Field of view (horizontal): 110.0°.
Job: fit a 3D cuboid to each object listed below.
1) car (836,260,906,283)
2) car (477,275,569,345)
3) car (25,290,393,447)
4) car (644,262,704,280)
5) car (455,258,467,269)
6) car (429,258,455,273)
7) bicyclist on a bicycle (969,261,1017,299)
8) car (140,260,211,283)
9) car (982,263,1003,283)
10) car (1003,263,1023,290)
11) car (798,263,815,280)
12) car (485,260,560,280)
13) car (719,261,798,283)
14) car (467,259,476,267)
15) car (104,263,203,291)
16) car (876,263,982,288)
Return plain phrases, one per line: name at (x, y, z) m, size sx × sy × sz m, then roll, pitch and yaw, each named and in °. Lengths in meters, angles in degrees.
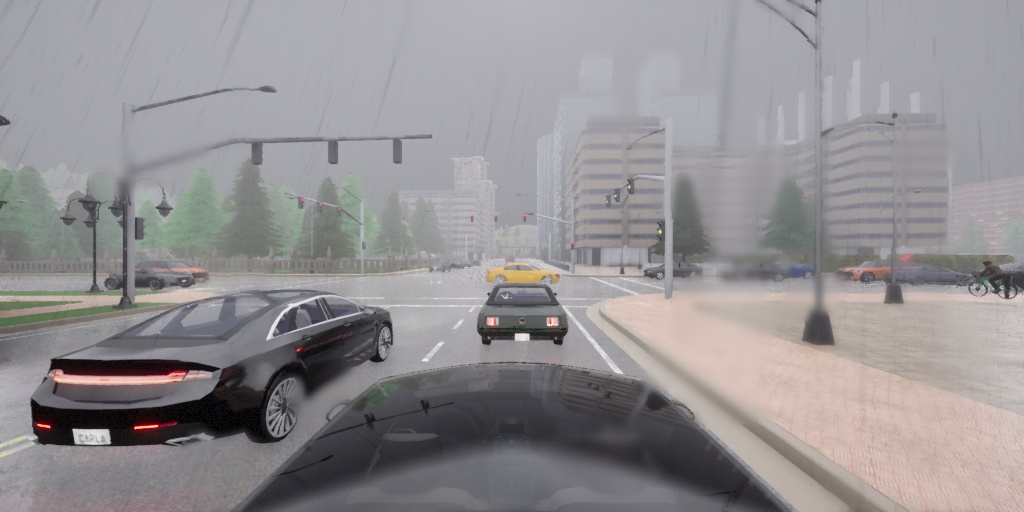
car at (27.417, 1.102, 27.107) m, size 4.553 × 1.767 × 2.097 m, roll 0°, pitch 0°, yaw 2°
car at (0.263, 1.351, 9.464) m, size 1.895 × 1.301 × 4.718 m, roll 0°, pitch 0°, yaw 1°
car at (-3.330, 1.242, 5.313) m, size 2.128 × 1.511 × 4.902 m, roll 0°, pitch 0°, yaw 1°
car at (13.964, 1.255, 31.057) m, size 4.892 × 1.490 × 1.837 m, roll 0°, pitch 0°, yaw 2°
car at (-8.525, 1.102, 54.027) m, size 2.097 × 1.767 × 4.553 m, roll 0°, pitch 0°, yaw 2°
car at (-8.861, 1.241, 44.299) m, size 2.128 × 1.511 × 4.902 m, roll 0°, pitch 0°, yaw 2°
bicyclist on a bicycle at (21.182, 1.051, 15.827) m, size 0.582 × 1.620 × 1.656 m, roll 0°, pitch 0°, yaw 2°
car at (-23.888, 1.104, 25.113) m, size 4.553 × 1.767 × 2.097 m, roll 0°, pitch 0°, yaw 2°
car at (37.532, 1.228, 26.761) m, size 5.008 × 1.535 × 1.882 m, roll 0°, pitch 0°, yaw 2°
car at (31.096, 1.227, 19.783) m, size 5.008 × 1.535 × 1.882 m, roll 0°, pitch 0°, yaw 2°
car at (23.311, 1.228, 30.748) m, size 5.008 × 1.535 × 1.882 m, roll 0°, pitch 0°, yaw 2°
car at (0.715, 1.227, 24.291) m, size 5.008 × 1.535 × 1.882 m, roll 0°, pitch 0°, yaw 2°
car at (18.485, 1.255, 27.406) m, size 4.892 × 1.490 × 1.837 m, roll 0°, pitch 0°, yaw 2°
car at (-8.150, 1.255, 64.164) m, size 1.837 × 1.490 × 4.892 m, roll 0°, pitch 0°, yaw 3°
car at (-21.634, 1.314, 21.533) m, size 4.181 × 1.385 × 1.994 m, roll 0°, pitch 0°, yaw 2°
car at (27.095, 1.314, 23.418) m, size 4.181 × 1.385 × 1.994 m, roll 0°, pitch 0°, yaw 2°
